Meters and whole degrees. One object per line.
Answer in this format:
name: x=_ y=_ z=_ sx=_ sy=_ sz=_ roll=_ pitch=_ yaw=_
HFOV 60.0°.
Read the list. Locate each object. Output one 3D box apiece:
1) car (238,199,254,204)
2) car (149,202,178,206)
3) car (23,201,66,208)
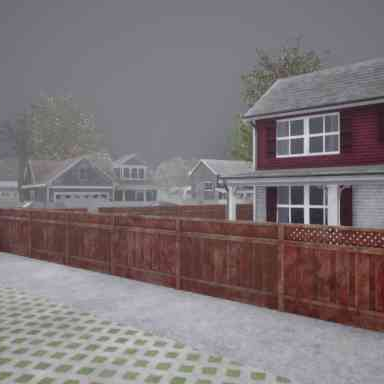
car: x=5.820 y=1.535 z=34.488 sx=4.553 sy=1.767 sz=2.097 roll=0 pitch=0 yaw=-33
car: x=-2.767 y=1.638 z=28.588 sx=4.892 sy=1.490 sz=1.837 roll=0 pitch=0 yaw=-35
car: x=-10.726 y=1.435 z=22.743 sx=4.553 sy=1.767 sz=2.097 roll=0 pitch=0 yaw=-37
